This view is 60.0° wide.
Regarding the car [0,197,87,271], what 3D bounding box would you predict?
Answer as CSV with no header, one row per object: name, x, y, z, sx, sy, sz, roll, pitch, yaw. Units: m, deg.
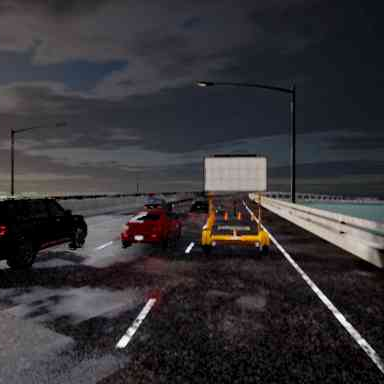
car,-5.499,1.160,10.961,2.150,2.045,5.566,0,0,7

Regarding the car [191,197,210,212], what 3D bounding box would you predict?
car,0.992,1.286,35.616,2.128,1.511,4.902,0,0,7

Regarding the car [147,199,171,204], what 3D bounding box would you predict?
car,-3.126,1.372,30.867,2.033,1.411,5.357,0,0,7

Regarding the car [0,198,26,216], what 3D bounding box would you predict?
car,-17.502,1.337,30.250,1.837,1.490,4.892,0,0,7

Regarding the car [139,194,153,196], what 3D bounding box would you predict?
car,-8.941,1.127,68.470,1.812,1.442,4.674,0,0,8

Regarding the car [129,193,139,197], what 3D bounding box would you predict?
car,-12.106,1.086,71.155,1.837,1.490,4.892,0,0,8

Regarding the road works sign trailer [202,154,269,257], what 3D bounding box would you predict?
road works sign trailer,1.631,0.392,12.615,2.380,3.560,2.880,0,0,7

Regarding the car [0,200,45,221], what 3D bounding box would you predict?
car,-14.375,1.397,27.014,2.033,1.411,5.357,0,0,7

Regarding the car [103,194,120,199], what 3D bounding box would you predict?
car,-16.169,1.153,67.261,2.033,1.411,5.357,0,0,8

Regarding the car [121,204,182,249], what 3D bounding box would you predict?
car,-1.607,1.445,14.127,1.812,1.442,4.674,0,0,7
